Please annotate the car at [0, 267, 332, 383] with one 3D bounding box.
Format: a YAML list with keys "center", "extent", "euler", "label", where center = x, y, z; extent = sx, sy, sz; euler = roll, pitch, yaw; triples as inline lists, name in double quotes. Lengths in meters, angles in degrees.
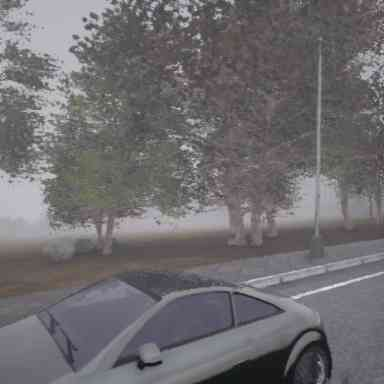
- center: [-0.481, 1.563, 3.342]
  extent: [4.181, 1.385, 1.994]
  euler: [0, 0, -35]
  label: "car"
